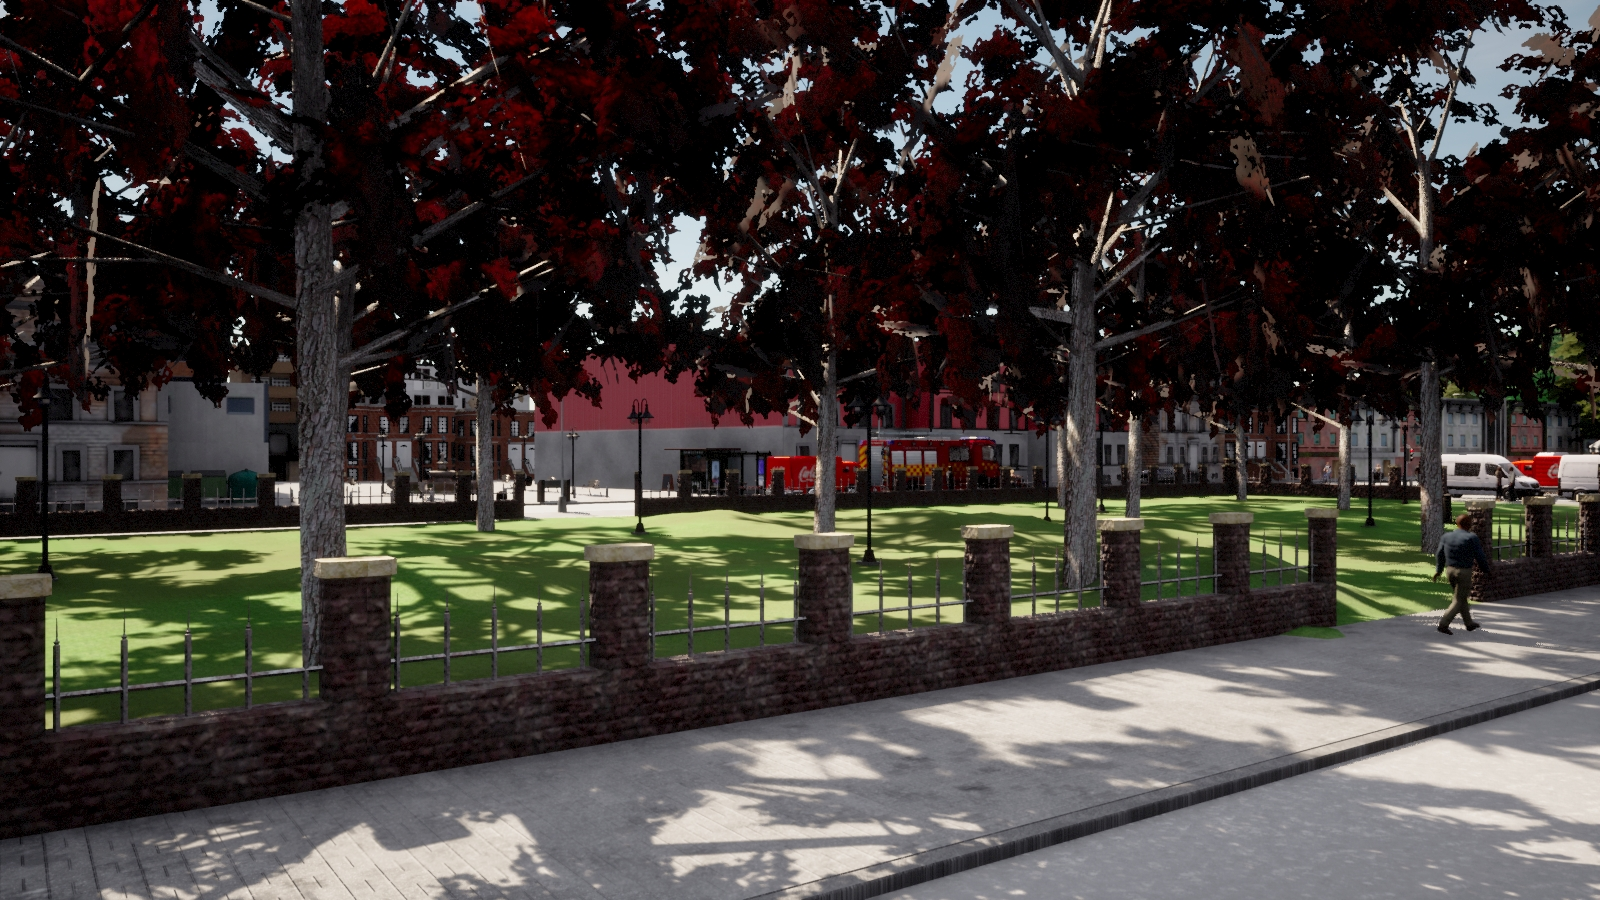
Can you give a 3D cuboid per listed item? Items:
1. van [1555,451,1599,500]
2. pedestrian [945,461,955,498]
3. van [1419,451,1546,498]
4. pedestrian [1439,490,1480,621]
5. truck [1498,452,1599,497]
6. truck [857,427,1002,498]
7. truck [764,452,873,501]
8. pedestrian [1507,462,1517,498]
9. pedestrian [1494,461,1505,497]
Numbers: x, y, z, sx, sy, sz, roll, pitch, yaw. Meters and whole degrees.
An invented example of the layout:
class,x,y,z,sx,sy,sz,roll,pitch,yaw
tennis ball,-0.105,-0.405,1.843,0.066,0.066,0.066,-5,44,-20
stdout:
class,x,y,z,sx,sy,sz,roll,pitch,yaw
van,42.801,1.314,59.145,1.988,2.561,5.915,0,0,-34
pedestrian,7.777,1.524,59.250,0.375,1.860,0.375,0,0,-21
van,38.735,1.314,65.046,1.988,2.561,5.915,0,0,-34
pedestrian,9.611,1.525,16.660,0.375,1.860,0.375,0,0,-27
truck,43.313,1.345,65.355,2.627,2.467,5.204,0,0,-35
truck,7.473,0.671,65.186,8.468,3.827,2.891,0,0,-35
truck,0.982,1.348,60.339,5.204,2.467,2.627,0,0,-35
pedestrian,36.598,1.525,58.724,0.375,1.860,0.375,0,0,35
pedestrian,36.286,1.523,59.277,0.375,1.860,0.375,0,0,-37
